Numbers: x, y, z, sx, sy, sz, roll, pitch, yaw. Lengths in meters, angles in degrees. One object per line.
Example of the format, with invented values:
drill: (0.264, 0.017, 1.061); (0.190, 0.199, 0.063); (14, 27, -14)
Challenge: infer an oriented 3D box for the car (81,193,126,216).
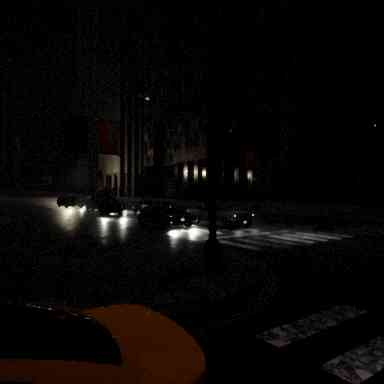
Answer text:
car: (-7.522, 1.105, 28.307); (1.882, 1.535, 5.008); (0, 1, -35)

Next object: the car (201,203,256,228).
car: (1.746, 1.385, 20.780); (1.895, 1.301, 4.718); (0, 1, -36)

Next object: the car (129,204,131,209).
car: (-3.534, 1.268, 28.278); (1.895, 1.301, 4.718); (0, 1, -35)

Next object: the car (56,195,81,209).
car: (-13.600, 1.042, 36.976); (2.033, 1.411, 5.357); (0, 1, -35)

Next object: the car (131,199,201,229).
car: (-1.661, 1.322, 19.949); (1.994, 1.385, 4.181); (0, 1, -35)

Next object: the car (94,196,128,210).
car: (-8.760, 1.153, 35.741); (1.895, 1.301, 4.718); (0, 1, -35)

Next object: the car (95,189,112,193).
car: (-15.470, 0.527, 56.952); (2.150, 2.045, 5.566); (0, 1, -35)

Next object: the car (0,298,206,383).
car: (-2.202, 1.478, 1.642); (5.008, 1.535, 1.882); (0, 0, -34)
